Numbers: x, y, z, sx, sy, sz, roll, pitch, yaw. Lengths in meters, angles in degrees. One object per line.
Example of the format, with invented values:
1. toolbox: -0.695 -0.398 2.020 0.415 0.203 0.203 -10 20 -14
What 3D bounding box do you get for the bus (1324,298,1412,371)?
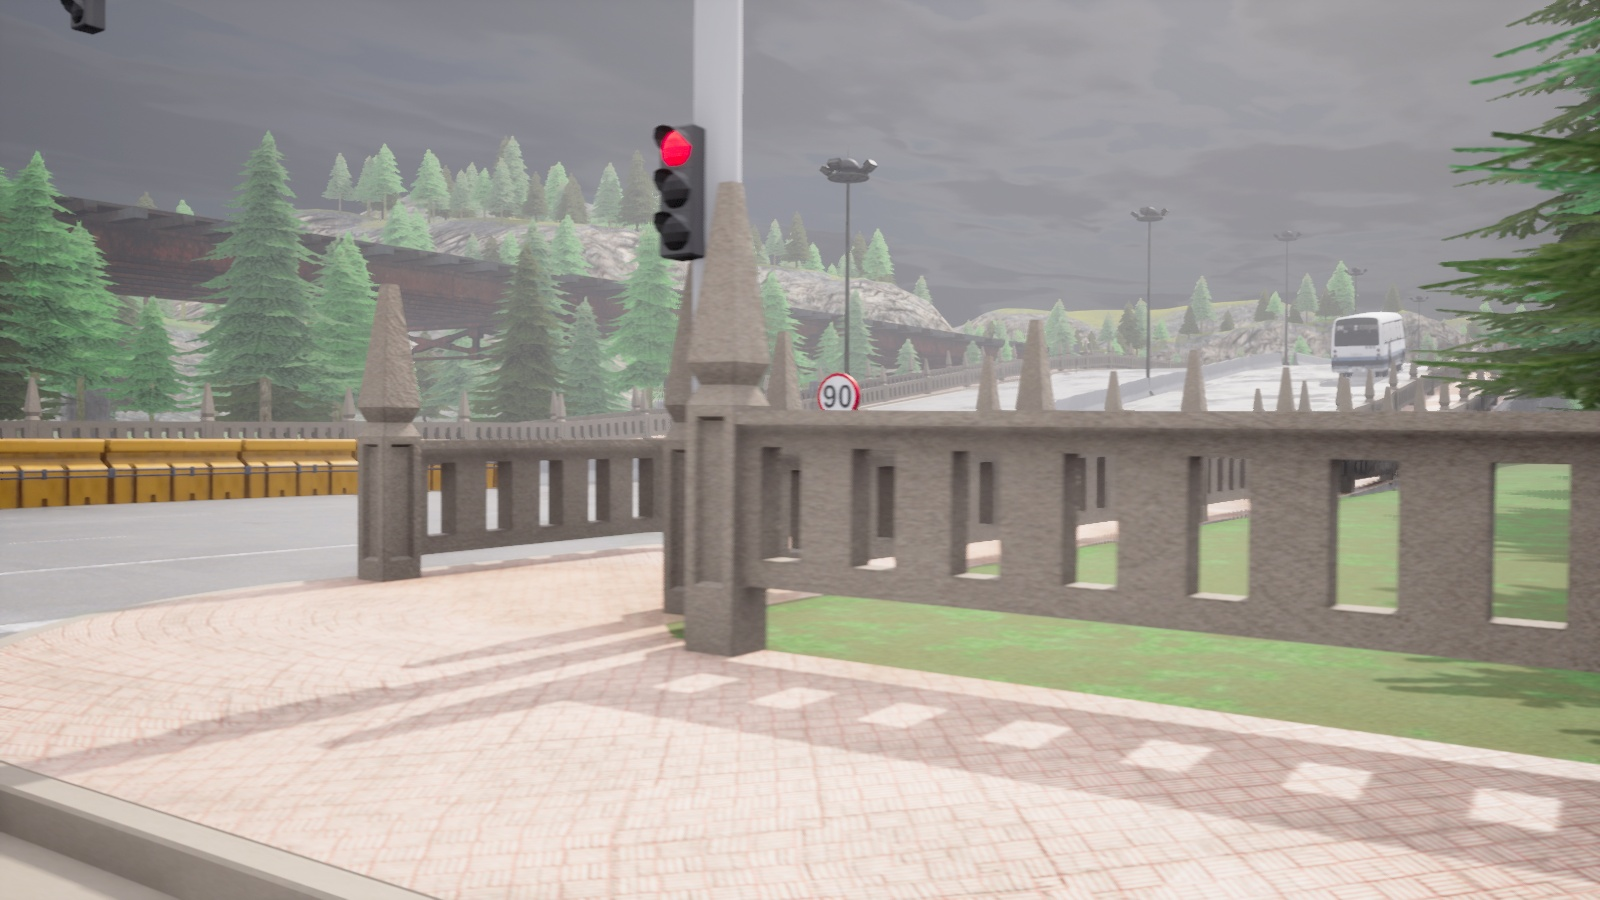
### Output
1. bus: 39.898 -8.171 87.905 3.944 4.253 10.273 0 8 34
